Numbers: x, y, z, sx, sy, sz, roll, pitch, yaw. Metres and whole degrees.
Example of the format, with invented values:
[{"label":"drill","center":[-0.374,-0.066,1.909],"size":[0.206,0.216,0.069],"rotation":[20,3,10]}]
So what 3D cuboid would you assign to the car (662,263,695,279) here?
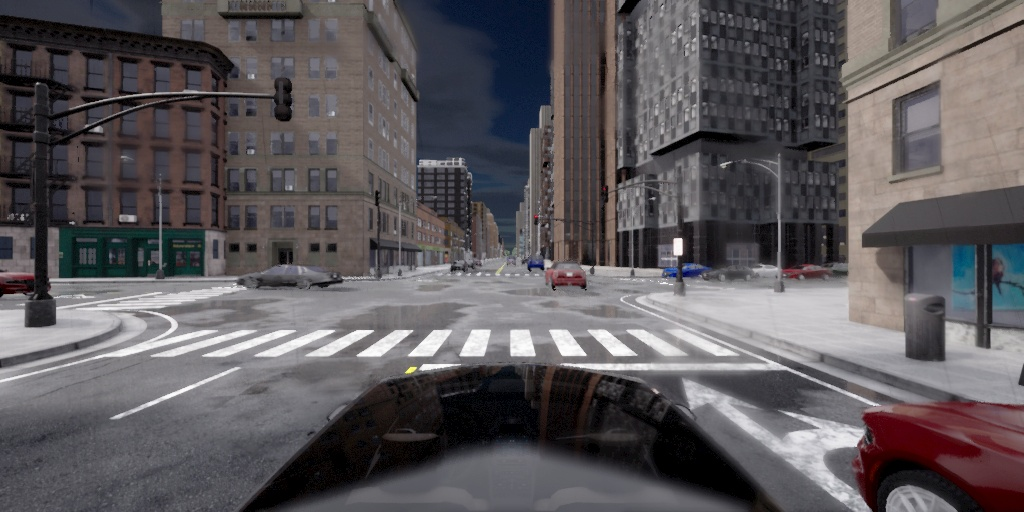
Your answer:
[{"label":"car","center":[17.014,1.483,34.826],"size":[5.008,1.535,1.882],"rotation":[1,0,-16]}]

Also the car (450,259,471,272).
[{"label":"car","center":[-6.658,1.260,45.641],"size":[1.837,1.490,4.892],"rotation":[0,0,-1]}]

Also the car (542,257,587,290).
[{"label":"car","center":[3.312,1.116,22.813],"size":[2.097,1.767,4.553],"rotation":[0,0,0]}]

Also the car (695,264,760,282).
[{"label":"car","center":[19.267,1.511,32.084],"size":[4.892,1.490,1.837],"rotation":[1,0,-17]}]

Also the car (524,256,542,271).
[{"label":"car","center":[3.249,0.977,49.452],"size":[2.150,2.045,5.566],"rotation":[0,0,0]}]

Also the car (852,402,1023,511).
[{"label":"car","center":[3.353,1.228,0.451],"size":[1.882,1.535,5.008],"rotation":[0,0,0]}]

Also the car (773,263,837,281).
[{"label":"car","center":[28.316,1.590,34.659],"size":[5.008,1.535,1.882],"rotation":[1,0,-15]}]

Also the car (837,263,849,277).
[{"label":"car","center":[35.557,1.574,39.815],"size":[4.553,1.767,2.097],"rotation":[1,0,-13]}]

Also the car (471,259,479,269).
[{"label":"car","center":[-6.662,1.261,55.455],"size":[1.837,1.490,4.892],"rotation":[0,0,0]}]

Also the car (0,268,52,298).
[{"label":"car","center":[-22.335,0.962,14.471],"size":[5.008,1.535,1.882],"rotation":[1,0,-17]}]

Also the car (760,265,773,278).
[{"label":"car","center":[25.995,1.636,37.400],"size":[4.674,1.442,1.812],"rotation":[1,0,-15]}]

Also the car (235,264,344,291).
[{"label":"car","center":[-12.470,1.165,20.281],"size":[5.357,1.411,2.033],"rotation":[0,-1,4]}]
